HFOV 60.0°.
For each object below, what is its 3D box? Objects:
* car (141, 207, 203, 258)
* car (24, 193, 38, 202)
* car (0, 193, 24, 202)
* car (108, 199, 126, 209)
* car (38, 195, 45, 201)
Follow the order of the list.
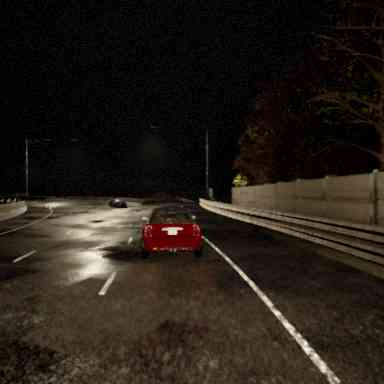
[{"bbox_3d":[-0.900,1.361,13.094,2.097,1.767,4.553,0,0,-7],"label":"car"},{"bbox_3d":[-41.409,1.403,82.914,5.566,2.045,2.150,0,0,39],"label":"car"},{"bbox_3d":[-43.545,1.399,80.124,5.566,2.045,2.150,0,0,39],"label":"car"},{"bbox_3d":[-10.768,1.633,47.696,1.994,1.385,4.181,-1,0,-25],"label":"car"},{"bbox_3d":[-39.877,1.669,86.190,4.892,1.490,1.837,0,0,39],"label":"car"}]
